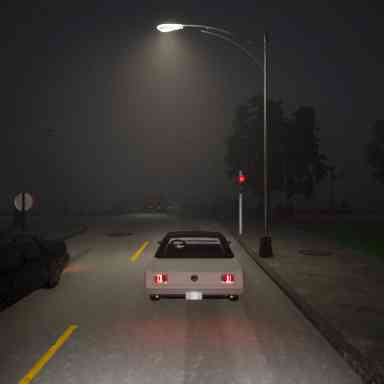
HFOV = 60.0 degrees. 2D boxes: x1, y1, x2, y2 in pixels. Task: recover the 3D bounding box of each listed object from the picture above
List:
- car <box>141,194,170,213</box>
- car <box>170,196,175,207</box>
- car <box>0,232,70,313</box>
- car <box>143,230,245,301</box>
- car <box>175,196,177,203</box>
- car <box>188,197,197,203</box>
[{"bbox_3d":[-4.184,1.222,37.632,2.150,2.045,5.566,0,0,4],"label":"car"},{"bbox_3d":[-4.067,1.505,52.390,1.837,1.490,4.892,0,0,0],"label":"car"},{"bbox_3d":[-4.098,1.548,6.444,2.033,1.411,5.357,0,0,0],"label":"car"},{"bbox_3d":[0.061,1.601,8.278,1.895,1.301,4.718,0,0,0],"label":"car"},{"bbox_3d":[-3.977,1.546,67.975,2.033,1.411,5.357,0,0,0],"label":"car"},{"bbox_3d":[0.035,1.601,69.468,1.895,1.301,4.718,0,0,0],"label":"car"}]
